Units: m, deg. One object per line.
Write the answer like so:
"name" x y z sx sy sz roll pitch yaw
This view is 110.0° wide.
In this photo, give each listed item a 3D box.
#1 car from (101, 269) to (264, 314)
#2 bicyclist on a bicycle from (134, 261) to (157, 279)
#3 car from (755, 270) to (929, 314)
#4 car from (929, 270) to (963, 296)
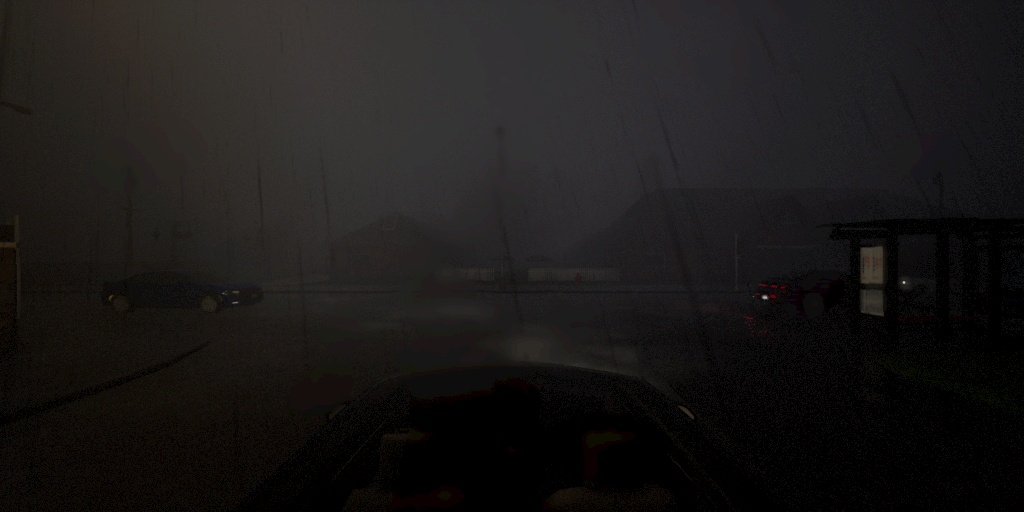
"car" -11.938 1.228 13.191 5.008 1.535 1.882 0 0 1
"bicyclist on a bicycle" -22.104 1.099 21.627 0.582 1.620 1.656 0 0 0
"car" 11.683 1.255 13.137 4.892 1.490 1.837 0 0 0
"car" 20.338 1.351 17.314 4.718 1.301 1.895 0 0 0
